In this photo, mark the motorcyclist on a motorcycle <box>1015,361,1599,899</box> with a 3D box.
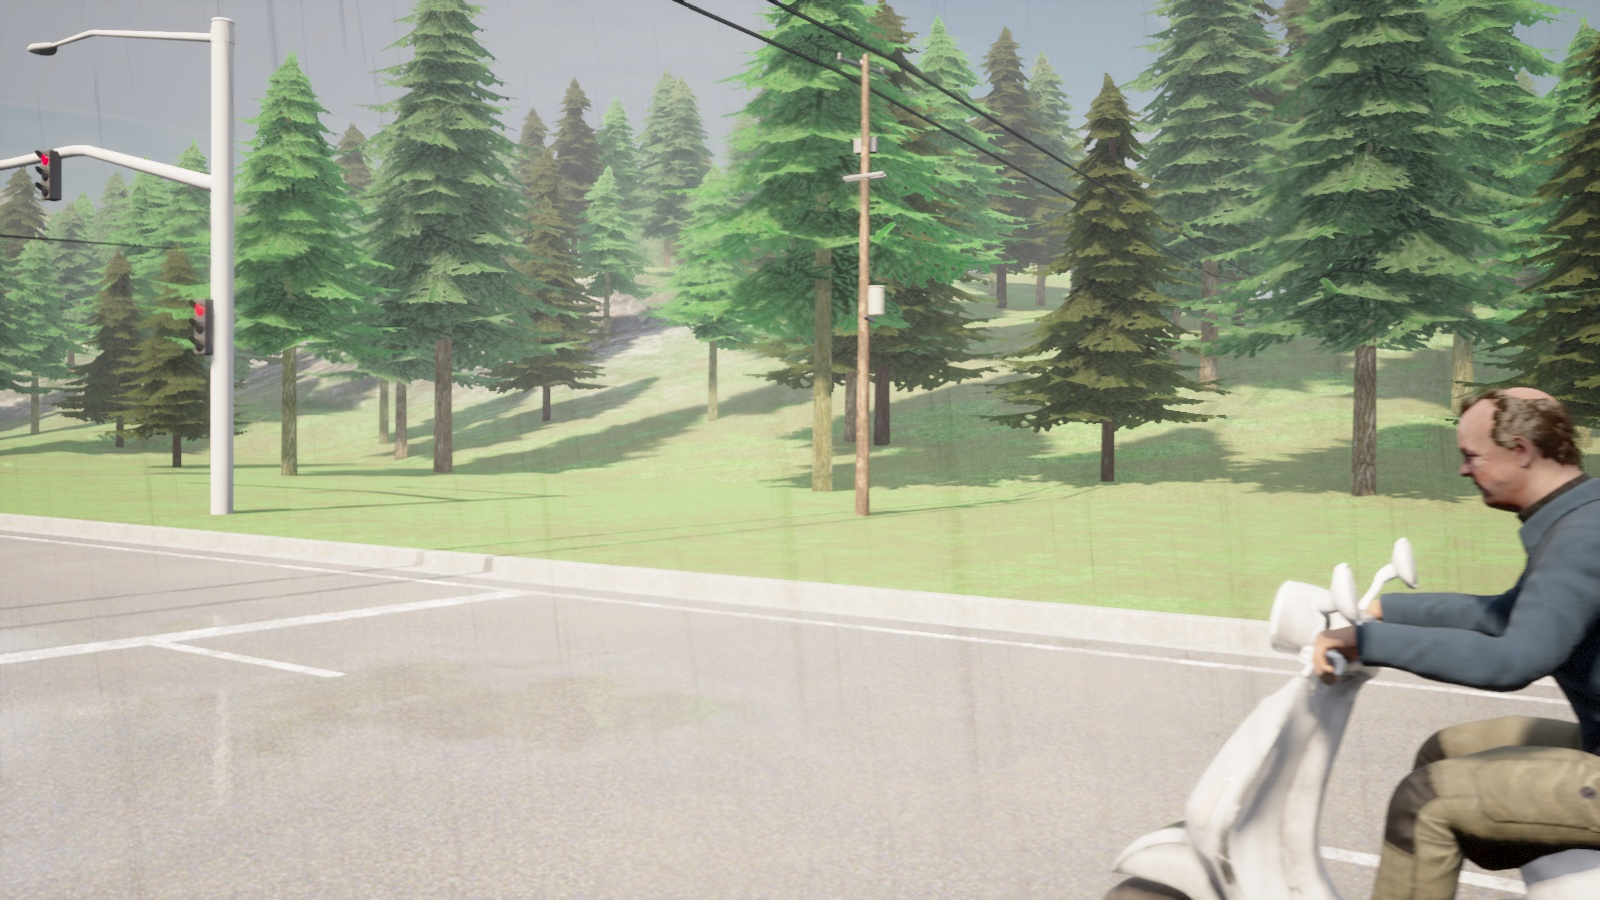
[{"bbox_3d":[1.483,0.636,2.636,1.817,1.590,0.866,-1,1,34],"label":"motorcyclist on a motorcycle"}]
